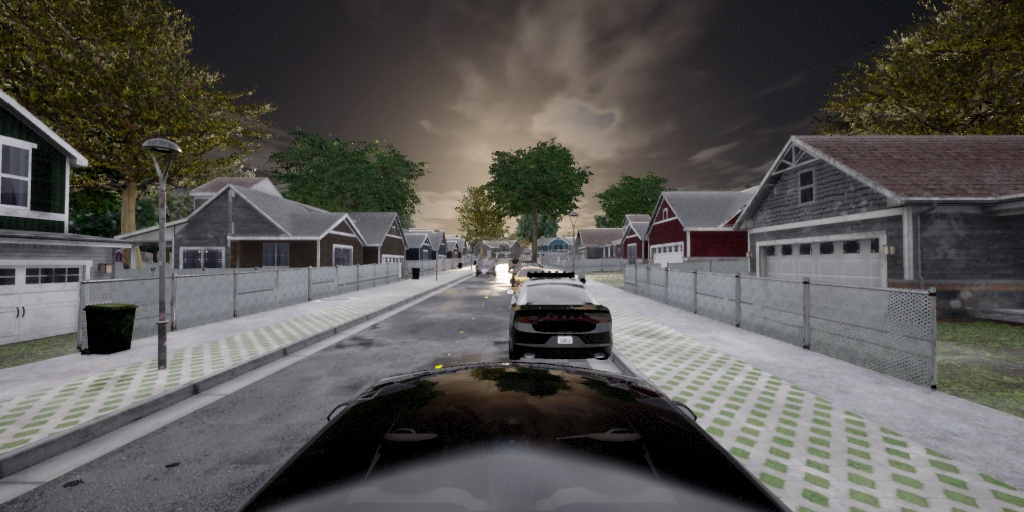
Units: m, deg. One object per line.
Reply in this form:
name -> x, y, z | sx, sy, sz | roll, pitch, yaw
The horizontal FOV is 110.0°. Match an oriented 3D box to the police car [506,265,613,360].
police car -> 0.896, 1.176, 8.477 | 1.930, 1.638, 5.238 | 0, 0, 1

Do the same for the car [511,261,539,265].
car -> 0.987, 1.204, 18.559 | 1.801, 1.575, 5.366 | 0, 0, 1

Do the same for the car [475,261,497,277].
car -> -2.445, 1.233, 34.729 | 2.128, 1.511, 4.902 | 0, 0, 1

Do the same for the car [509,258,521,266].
car -> 1.038, 1.097, 24.339 | 2.097, 1.767, 4.553 | 0, 0, 1
